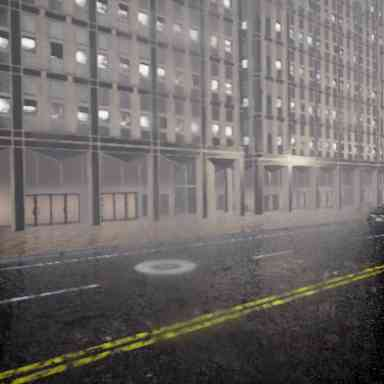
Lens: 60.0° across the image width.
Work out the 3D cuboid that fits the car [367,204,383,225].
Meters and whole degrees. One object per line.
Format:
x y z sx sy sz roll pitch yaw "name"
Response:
12.867 1.334 20.847 4.674 1.442 1.812 0 0 -35 "car"
